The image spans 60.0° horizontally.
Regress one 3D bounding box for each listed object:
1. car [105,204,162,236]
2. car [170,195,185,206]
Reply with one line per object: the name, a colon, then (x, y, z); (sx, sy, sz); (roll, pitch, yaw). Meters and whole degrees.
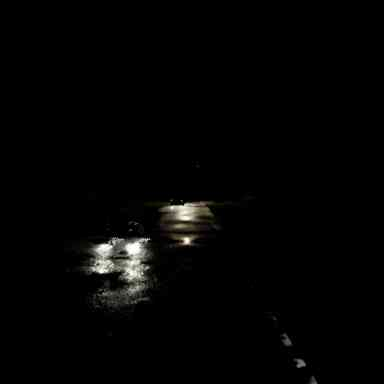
car: (-3.180, 1.498, 19.012); (1.882, 1.535, 5.008); (1, 1, 12)
car: (-2.291, 1.310, 53.066); (2.097, 1.767, 4.553); (0, 0, 0)
